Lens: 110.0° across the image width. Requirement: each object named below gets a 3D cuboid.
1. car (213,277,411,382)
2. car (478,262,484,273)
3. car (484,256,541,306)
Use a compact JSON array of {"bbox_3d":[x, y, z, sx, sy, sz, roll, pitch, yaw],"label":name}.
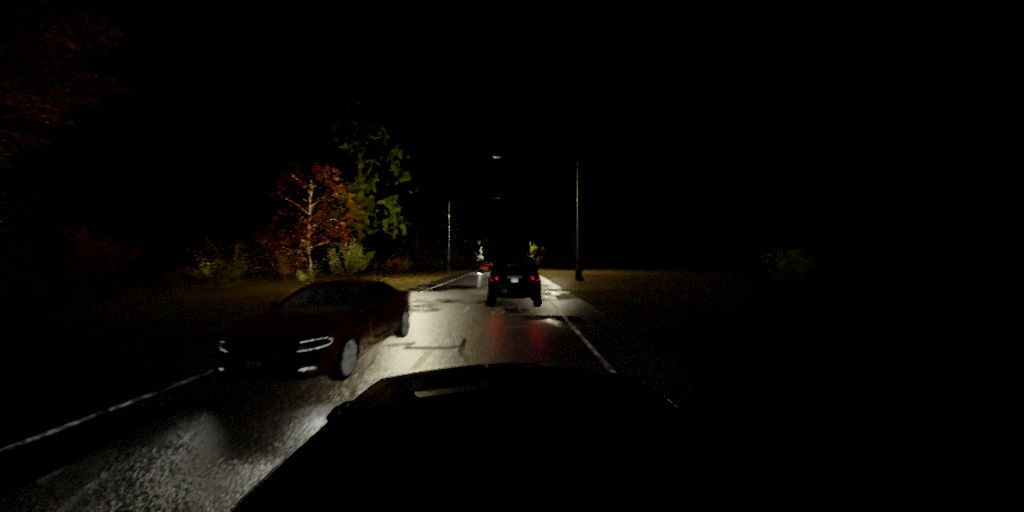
[{"bbox_3d":[-3.599,1.252,7.510,1.882,1.535,5.008,0,0,0],"label":"car"},{"bbox_3d":[-3.556,1.566,49.956,1.812,1.442,4.674,0,0,1],"label":"car"},{"bbox_3d":[0.101,1.039,16.435,2.150,2.045,5.566,0,0,0],"label":"car"}]
